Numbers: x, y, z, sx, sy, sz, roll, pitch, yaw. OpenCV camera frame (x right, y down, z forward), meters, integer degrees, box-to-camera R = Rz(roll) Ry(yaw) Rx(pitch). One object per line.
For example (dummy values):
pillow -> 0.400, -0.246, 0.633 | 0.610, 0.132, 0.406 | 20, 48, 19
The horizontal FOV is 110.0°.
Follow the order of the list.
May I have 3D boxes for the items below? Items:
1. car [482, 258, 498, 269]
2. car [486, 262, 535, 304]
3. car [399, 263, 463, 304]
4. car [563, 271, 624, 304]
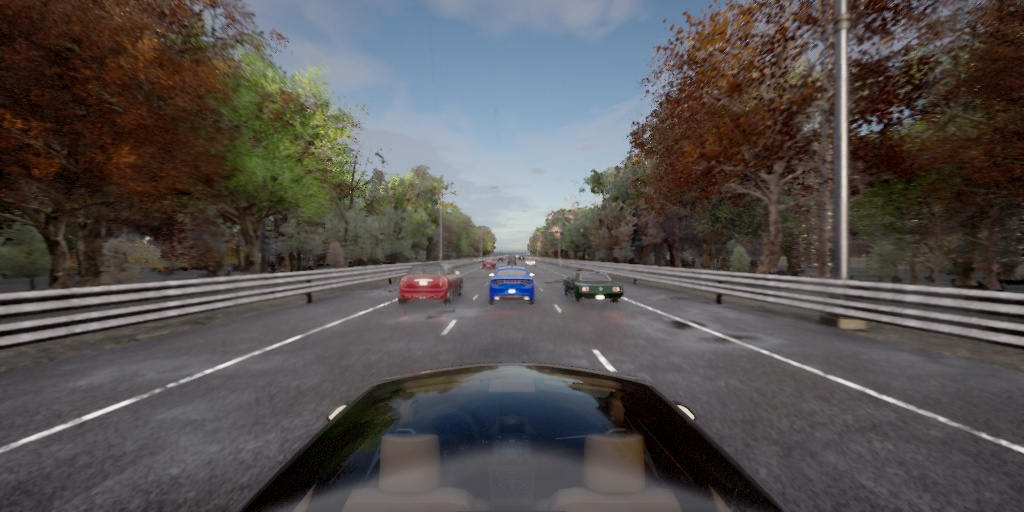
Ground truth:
car -> -3.506, 1.228, 55.482 | 1.812, 1.442, 4.674 | 0, 0, 0
car -> -0.001, 1.222, 16.437 | 1.882, 1.535, 5.008 | 0, 0, 0
car -> -3.503, 1.096, 16.317 | 2.097, 1.767, 4.553 | 0, 0, 0
car -> 3.498, 1.344, 16.414 | 1.895, 1.301, 4.718 | 0, 0, 0
